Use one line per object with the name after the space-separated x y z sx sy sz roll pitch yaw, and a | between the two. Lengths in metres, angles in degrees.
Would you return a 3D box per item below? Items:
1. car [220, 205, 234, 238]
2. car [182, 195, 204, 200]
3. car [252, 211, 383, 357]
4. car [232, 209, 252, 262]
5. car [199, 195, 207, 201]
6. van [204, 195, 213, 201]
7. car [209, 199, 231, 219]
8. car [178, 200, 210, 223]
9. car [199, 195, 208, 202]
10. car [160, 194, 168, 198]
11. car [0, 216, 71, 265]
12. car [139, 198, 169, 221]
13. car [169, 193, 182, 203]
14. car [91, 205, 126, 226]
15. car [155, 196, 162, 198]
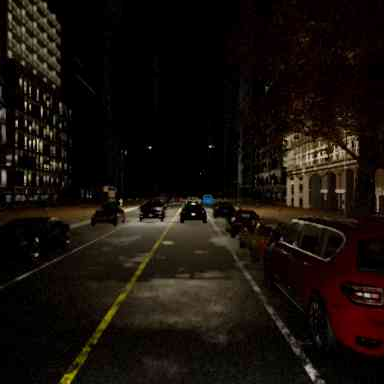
2.692 1.581 17.350 1.802 1.307 4.206 0 0 0 | car
0.107 1.348 42.327 2.097 1.767 4.553 0 0 0 | car
2.690 1.315 6.014 2.192 1.841 5.009 0 0 0 | car
2.691 1.525 11.852 1.752 1.417 4.829 0 0 0 | car
2.705 1.541 85.369 1.947 1.339 4.313 0 0 0 | car
2.699 1.332 57.027 1.690 1.788 3.998 0 0 0 | van
2.694 1.563 28.686 1.947 1.339 4.313 0 0 0 | car
0.105 1.561 25.858 1.994 1.385 4.181 0 0 0 | car
2.703 1.524 79.701 1.887 1.381 4.507 0 0 0 | car
-5.682 1.431 57.029 1.967 1.590 4.097 0 0 0 | car
-5.689 1.566 11.684 1.947 1.339 4.313 0 0 0 | car
-3.093 1.503 27.008 1.837 1.490 4.892 0 0 0 | car
-2.994 1.329 67.510 2.097 1.767 4.553 0 0 0 | car
-5.687 1.580 23.021 1.802 1.307 4.206 0 0 0 | car
-5.683 1.560 45.693 1.947 1.339 4.313 0 0 0 | car
